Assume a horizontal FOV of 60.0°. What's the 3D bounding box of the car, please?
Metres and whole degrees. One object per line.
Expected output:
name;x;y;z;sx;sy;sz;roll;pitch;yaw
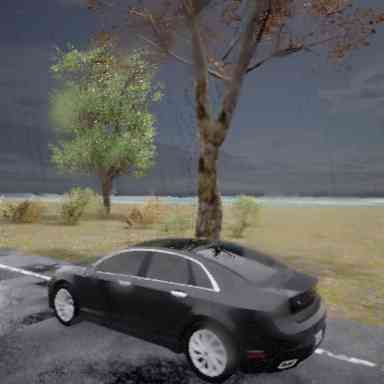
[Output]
car;-0.432;1.518;5.472;4.892;1.490;1.837;0;0;36
